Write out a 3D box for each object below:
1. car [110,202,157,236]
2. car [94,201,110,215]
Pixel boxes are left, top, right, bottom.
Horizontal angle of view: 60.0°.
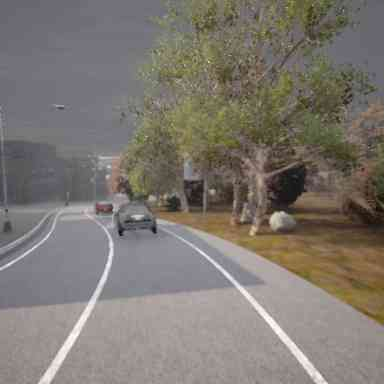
[{"bbox_3d":[-3.438,1.428,19.597,2.097,1.767,4.553,-2,0,-16],"label":"car"},{"bbox_3d":[-10.366,1.765,38.899,1.882,1.535,5.008,-2,0,-20],"label":"car"}]
